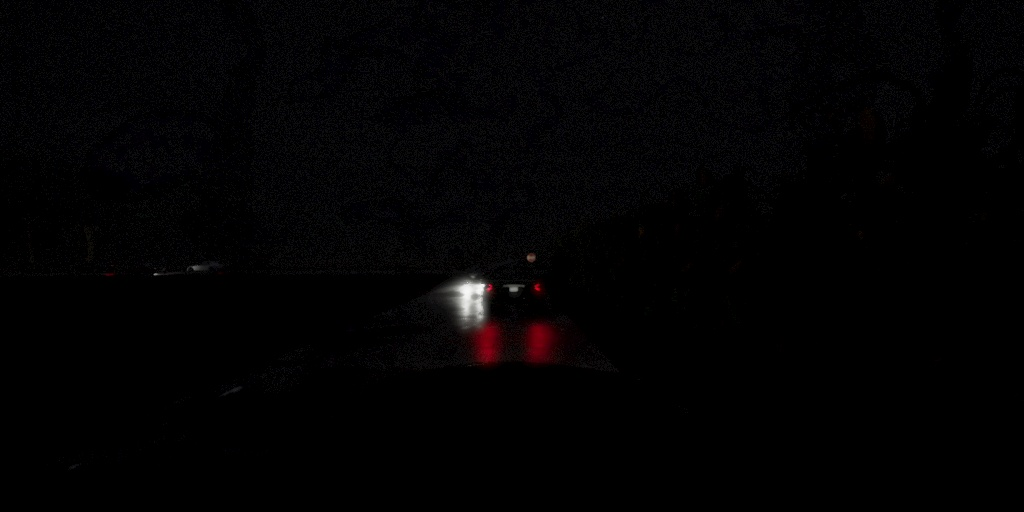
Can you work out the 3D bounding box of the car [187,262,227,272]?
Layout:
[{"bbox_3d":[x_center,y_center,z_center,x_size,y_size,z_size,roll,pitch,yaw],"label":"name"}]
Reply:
[{"bbox_3d":[-41.897,1.494,49.344,4.674,1.442,1.812,0,1,0],"label":"car"}]

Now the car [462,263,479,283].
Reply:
[{"bbox_3d":[-2.809,1.293,28.596,2.128,1.511,4.902,0,0,0],"label":"car"}]

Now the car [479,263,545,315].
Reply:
[{"bbox_3d":[0.073,1.111,13.784,2.097,1.767,4.553,0,0,0],"label":"car"}]
